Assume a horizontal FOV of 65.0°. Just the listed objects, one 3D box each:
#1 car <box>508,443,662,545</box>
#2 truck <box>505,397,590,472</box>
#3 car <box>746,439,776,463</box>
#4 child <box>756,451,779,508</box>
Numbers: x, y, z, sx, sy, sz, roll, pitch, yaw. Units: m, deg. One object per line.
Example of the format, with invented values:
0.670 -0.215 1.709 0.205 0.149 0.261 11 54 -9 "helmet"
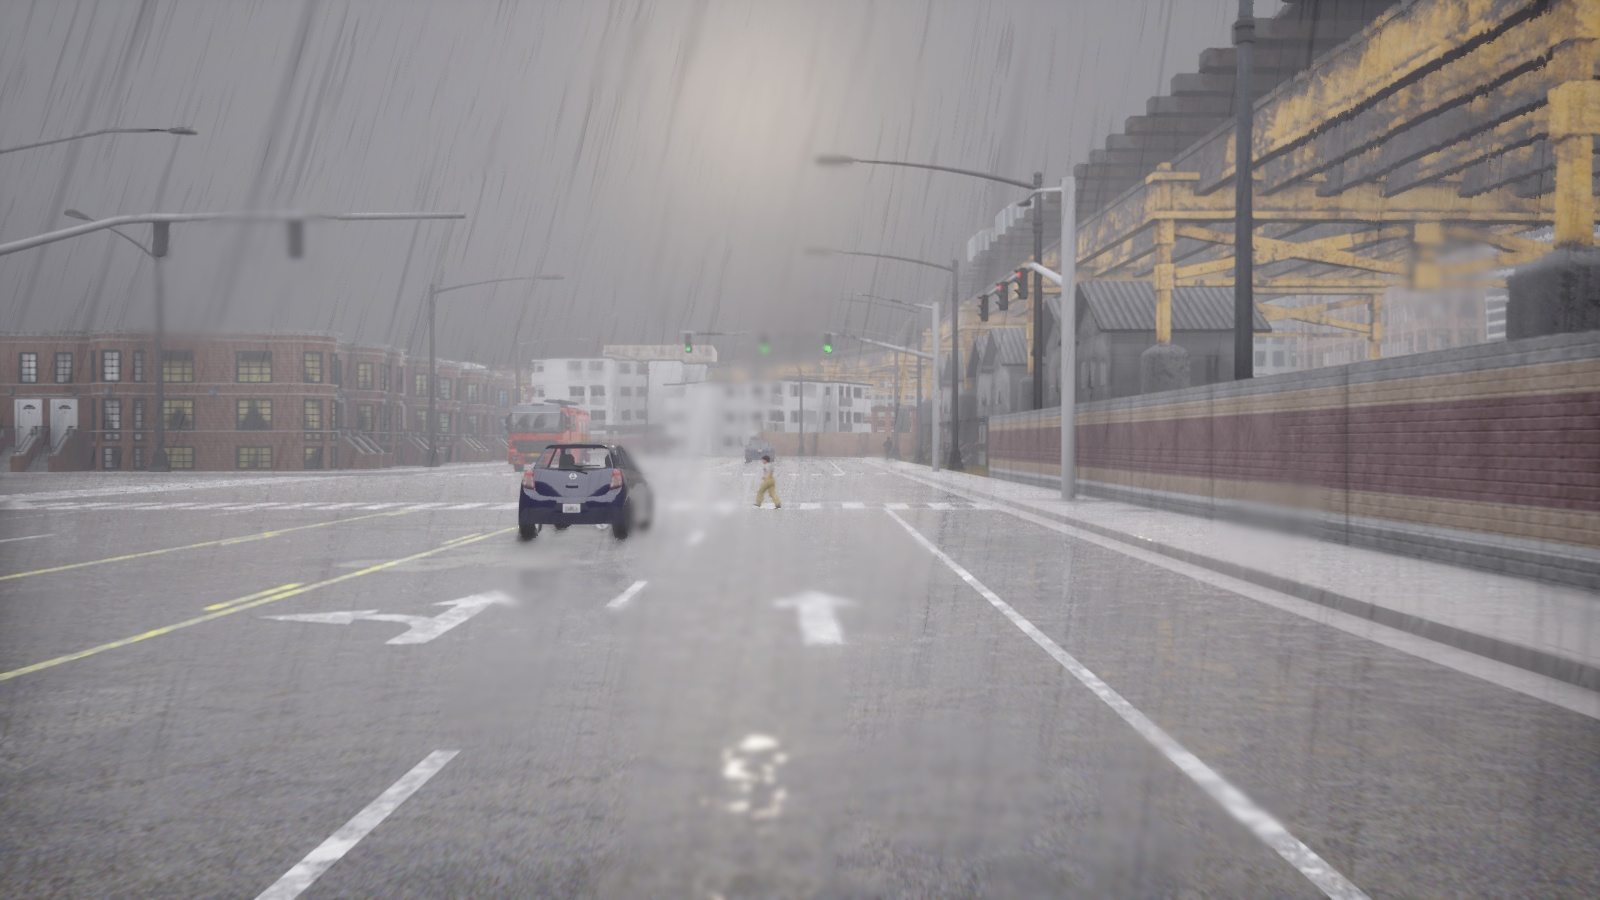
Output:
-3.366 0.643 20.299 1.845 1.501 3.633 0 0 0 "car"
-13.584 -0.814 68.290 2.891 3.827 8.468 0 0 0 "truck"
-2.934 0.071 94.376 2.097 1.767 4.553 0 0 0 "car"
-0.728 0.654 28.161 0.437 1.263 0.270 0 0 31 "child"
